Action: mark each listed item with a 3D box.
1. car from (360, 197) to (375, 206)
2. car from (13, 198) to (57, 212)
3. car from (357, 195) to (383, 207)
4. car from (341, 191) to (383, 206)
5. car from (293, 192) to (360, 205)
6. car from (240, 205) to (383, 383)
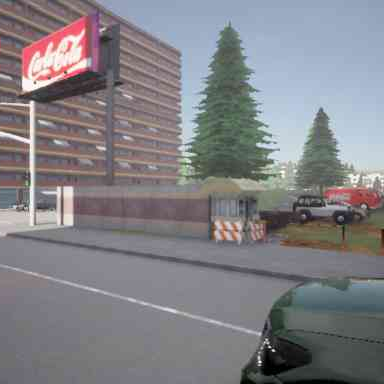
[{"bbox_3d":[10.705,1.338,24.346,4.193,1.474,1.816,0,0,35],"label":"car"},{"bbox_3d":[-17.732,1.489,37.849,2.128,1.511,4.902,0,0,35],"label":"car"},{"bbox_3d":[26.174,1.285,48.098,3.988,1.617,1.851,0,0,35],"label":"car"},{"bbox_3d":[23.053,1.116,44.819,4.605,1.855,1.932,0,0,35],"label":"car"},{"bbox_3d":[8.767,1.148,22.286,3.866,1.878,1.905,0,0,35],"label":"car"},{"bbox_3d":[3.050,1.222,1.818,5.566,2.045,2.150,0,0,35],"label":"car"}]
